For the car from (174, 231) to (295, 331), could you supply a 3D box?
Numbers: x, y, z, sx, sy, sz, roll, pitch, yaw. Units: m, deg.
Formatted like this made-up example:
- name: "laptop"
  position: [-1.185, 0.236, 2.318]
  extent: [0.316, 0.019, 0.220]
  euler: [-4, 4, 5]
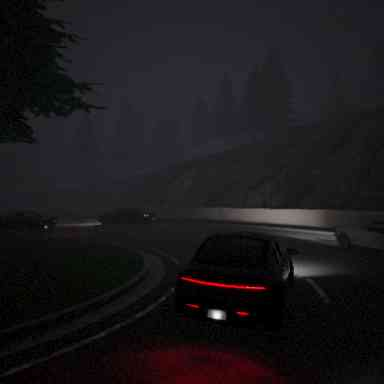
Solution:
- name: "car"
  position: [1.145, 1.619, 7.268]
  extent: [1.837, 1.490, 4.892]
  euler: [2, 0, 18]

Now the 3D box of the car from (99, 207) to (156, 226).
- name: "car"
  position: [-5.125, 1.899, 26.332]
  extent: [4.674, 1.442, 1.812]
  euler: [0, -1, 20]

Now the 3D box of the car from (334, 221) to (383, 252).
- name: "car"
  position: [7.984, 1.831, 13.581]
  extent: [1.895, 1.301, 4.718]
  euler: [0, -1, -12]

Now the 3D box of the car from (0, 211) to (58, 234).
- name: "car"
  position: [-11.101, 1.877, 21.116]
  extent: [4.718, 1.301, 1.895]
  euler: [0, -1, 16]
